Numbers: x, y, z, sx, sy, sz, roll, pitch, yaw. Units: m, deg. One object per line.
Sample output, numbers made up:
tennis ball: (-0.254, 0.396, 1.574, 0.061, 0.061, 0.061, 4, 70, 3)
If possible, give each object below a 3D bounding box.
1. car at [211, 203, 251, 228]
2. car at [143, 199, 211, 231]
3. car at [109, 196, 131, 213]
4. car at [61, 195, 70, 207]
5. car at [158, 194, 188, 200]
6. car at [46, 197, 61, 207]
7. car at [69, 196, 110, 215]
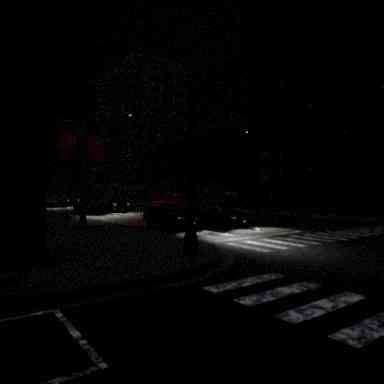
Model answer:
car: (1.773, 1.495, 22.057, 1.812, 1.442, 4.674, 0, 0, -37)
car: (-1.325, 1.464, 20.769, 2.128, 1.511, 4.902, 0, 0, -36)
car: (-8.440, 1.295, 36.243, 2.097, 1.767, 4.553, 0, 0, -36)
car: (-18.586, 1.321, 50.513, 2.097, 1.767, 4.553, 0, 0, -36)
car: (-1.928, 1.168, 33.098, 2.150, 2.045, 5.566, 0, 0, -36)
car: (-21.207, 1.435, 48.592, 1.882, 1.535, 5.008, 0, 0, -36)
car: (-10.366, 1.428, 33.349, 1.882, 1.535, 5.008, 0, 0, -36)
